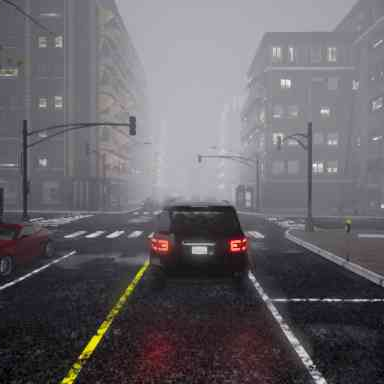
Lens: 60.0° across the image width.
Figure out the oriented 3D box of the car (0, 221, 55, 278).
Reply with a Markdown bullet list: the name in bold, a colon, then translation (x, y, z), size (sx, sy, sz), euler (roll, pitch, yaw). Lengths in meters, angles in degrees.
- **car**: translation (-5.607, 1.581, 10.033), size (1.802, 1.307, 4.206), euler (0, 0, 1)

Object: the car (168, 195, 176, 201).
- **car**: translation (-4.899, 1.525, 81.741), size (1.752, 1.417, 4.829), euler (0, 0, 1)

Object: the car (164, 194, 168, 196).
- **car**: translation (-5.010, 1.314, 70.633), size (2.192, 1.841, 5.009), euler (0, 0, 1)

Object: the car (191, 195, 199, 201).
- **car**: translation (0.806, 1.477, 82.715), size (1.882, 1.535, 5.008), euler (0, 0, 1)

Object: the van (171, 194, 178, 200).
- **van**: translation (-4.786, 1.340, 93.188), size (1.690, 1.788, 3.998), euler (0, 0, 1)

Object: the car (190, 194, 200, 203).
- **car**: translation (0.724, 1.354, 72.938), size (2.097, 1.767, 4.553), euler (0, 0, 1)

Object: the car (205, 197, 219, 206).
- **car**: translation (3.204, 1.549, 53.630), size (2.008, 1.369, 4.403), euler (0, 0, 1)

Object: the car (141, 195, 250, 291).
- **car**: translation (0.171, 1.221, 9.114), size (2.150, 2.045, 5.566), euler (0, 0, 1)

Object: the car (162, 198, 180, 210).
- **car**: translation (-2.671, 1.562, 43.069), size (1.994, 1.385, 4.181), euler (0, 0, 2)

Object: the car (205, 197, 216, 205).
- **car**: translation (3.260, 1.543, 59.268), size (1.887, 1.381, 4.507), euler (0, 0, 1)

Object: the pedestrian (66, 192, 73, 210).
- **pedestrian**: translation (-12.395, 0.902, 33.504), size (0.375, 1.860, 0.375), euler (0, -1, 0)

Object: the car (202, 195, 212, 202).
- **car**: translation (3.426, 1.440, 76.184), size (1.967, 1.590, 4.097), euler (0, 0, 1)

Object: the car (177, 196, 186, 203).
- **car**: translation (-2.302, 1.522, 71.915), size (1.812, 1.442, 4.674), euler (0, 0, 1)

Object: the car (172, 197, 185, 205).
- **car**: translation (-2.466, 1.563, 61.610), size (1.994, 1.385, 4.181), euler (0, 0, 1)
